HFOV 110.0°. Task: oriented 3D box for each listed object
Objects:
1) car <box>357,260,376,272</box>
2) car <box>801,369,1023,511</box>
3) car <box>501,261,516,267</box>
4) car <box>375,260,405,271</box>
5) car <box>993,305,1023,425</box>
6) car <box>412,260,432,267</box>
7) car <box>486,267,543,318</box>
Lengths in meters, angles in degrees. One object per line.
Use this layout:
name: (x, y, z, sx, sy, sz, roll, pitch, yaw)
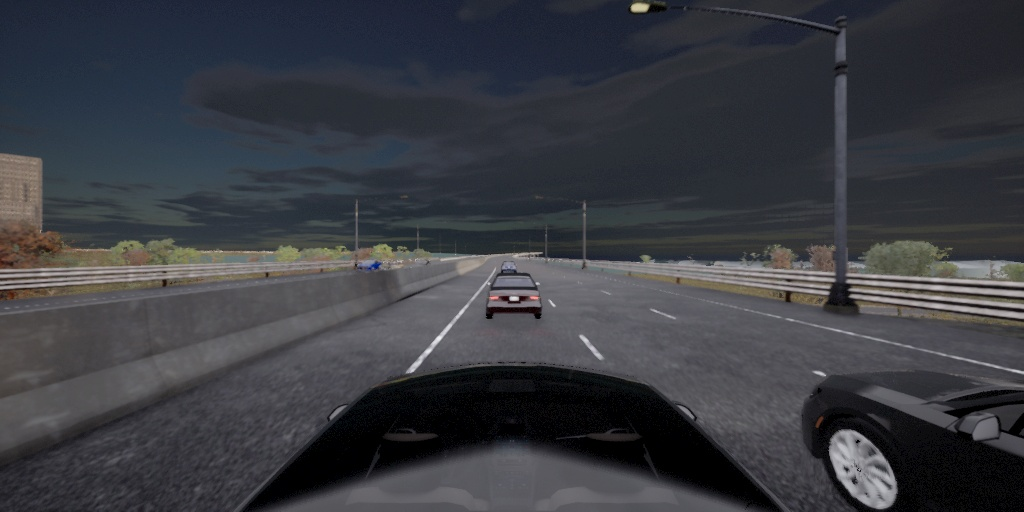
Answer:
car: (-18.182, 1.224, 46.113, 1.882, 1.535, 5.008, 0, 0, -1)
car: (3.592, 1.254, 1.302, 1.837, 1.490, 4.892, 0, 0, 0)
car: (-0.392, 1.294, 42.040, 2.033, 1.411, 5.357, 0, 0, -1)
car: (-14.626, 1.348, 43.768, 1.895, 1.301, 4.718, 0, 0, -1)
car: (7.091, 1.313, 2.452, 1.994, 1.385, 4.181, 0, 0, 0)
car: (-11.144, 1.250, 44.550, 1.837, 1.490, 4.892, 0, 0, -1)
car: (0.050, 1.300, 13.022, 2.033, 1.411, 5.357, 0, 0, 0)
